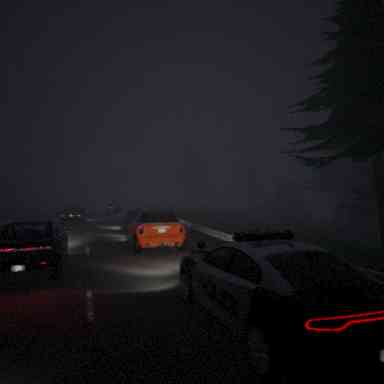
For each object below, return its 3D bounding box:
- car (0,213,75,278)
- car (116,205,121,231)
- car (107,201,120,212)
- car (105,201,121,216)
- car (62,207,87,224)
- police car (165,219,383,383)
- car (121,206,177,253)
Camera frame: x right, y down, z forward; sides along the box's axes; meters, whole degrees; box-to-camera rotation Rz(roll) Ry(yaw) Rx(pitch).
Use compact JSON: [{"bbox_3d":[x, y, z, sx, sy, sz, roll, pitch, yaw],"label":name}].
[{"bbox_3d":[-4.919,1.649,10.305,2.128,1.511,4.902,0,-1,-18],"label":"car"},{"bbox_3d":[-3.462,1.789,20.691,1.837,1.490,4.892,0,-1,-16],"label":"car"},{"bbox_3d":[-12.315,2.212,52.485,1.882,1.535,5.008,0,-1,-13],"label":"car"},{"bbox_3d":[-9.491,2.059,40.567,2.128,1.511,4.902,0,-1,-12],"label":"car"},{"bbox_3d":[-10.145,1.966,28.670,2.033,1.411,5.357,0,-1,-14],"label":"car"},{"bbox_3d":[1.179,1.496,5.867,1.930,1.638,5.238,0,-1,-19],"label":"police car"},{"bbox_3d":[-1.798,1.554,15.036,2.097,1.767,4.553,0,-1,-17],"label":"car"}]
